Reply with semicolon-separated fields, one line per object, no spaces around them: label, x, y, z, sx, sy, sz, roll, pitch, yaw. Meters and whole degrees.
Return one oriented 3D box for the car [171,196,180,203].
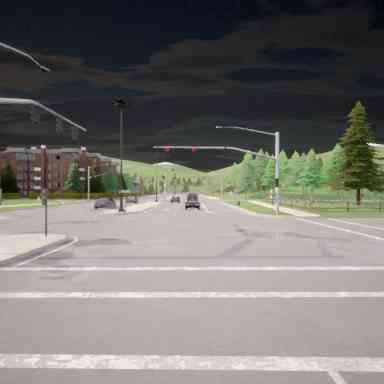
car;-3.412;1.491;68.922;2.128;1.511;4.902;0;0;0

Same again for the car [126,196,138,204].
car;-11.421;1.530;63.545;1.812;1.442;4.674;0;0;0

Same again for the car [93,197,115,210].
car;-11.537;1.504;43.945;1.837;1.490;4.892;0;0;0

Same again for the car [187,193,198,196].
car;0.088;1.221;68.949;2.150;2.045;5.566;0;0;0

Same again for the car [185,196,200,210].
car;0.055;1.600;43.513;1.895;1.301;4.718;0;0;0
